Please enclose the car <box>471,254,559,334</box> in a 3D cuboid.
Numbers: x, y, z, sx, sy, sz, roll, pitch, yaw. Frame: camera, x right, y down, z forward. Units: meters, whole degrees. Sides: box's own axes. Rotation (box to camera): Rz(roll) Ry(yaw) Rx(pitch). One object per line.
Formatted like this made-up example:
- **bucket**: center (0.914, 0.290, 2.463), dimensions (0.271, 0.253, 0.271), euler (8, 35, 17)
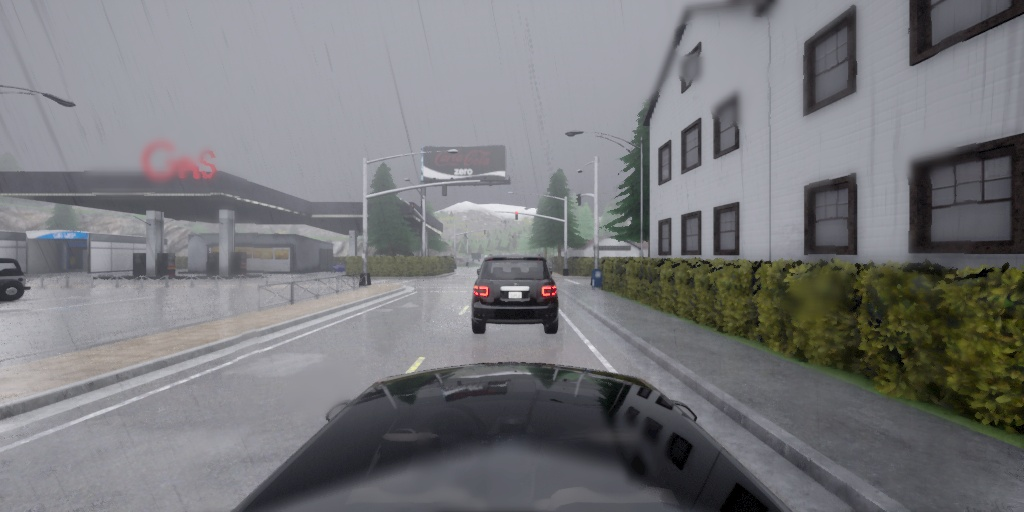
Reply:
- **car**: center (0.081, 0.971, 10.746), dimensions (2.150, 2.045, 5.566), euler (0, 0, 0)
